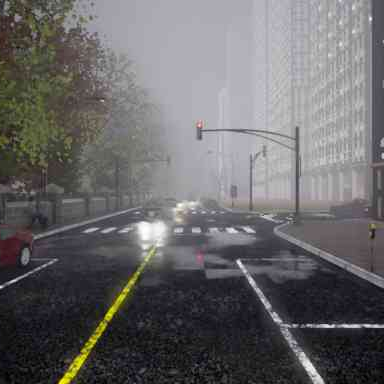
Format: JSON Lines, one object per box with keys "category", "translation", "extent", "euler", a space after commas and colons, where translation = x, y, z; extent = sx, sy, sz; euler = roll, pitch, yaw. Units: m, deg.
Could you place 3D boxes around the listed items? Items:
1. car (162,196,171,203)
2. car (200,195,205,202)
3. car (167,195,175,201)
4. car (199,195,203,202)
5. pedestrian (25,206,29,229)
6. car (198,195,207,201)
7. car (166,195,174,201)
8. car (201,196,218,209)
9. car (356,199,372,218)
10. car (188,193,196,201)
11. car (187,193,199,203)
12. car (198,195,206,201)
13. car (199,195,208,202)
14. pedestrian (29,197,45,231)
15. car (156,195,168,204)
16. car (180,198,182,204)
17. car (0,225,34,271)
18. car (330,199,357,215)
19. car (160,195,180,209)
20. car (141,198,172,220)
{"category": "car", "translation": [-5.692, 1.587, 74.573], "extent": [1.752, 1.417, 4.829], "euler": [0, 0, 0]}
{"category": "car", "translation": [2.689, 1.598, 52.213], "extent": [1.947, 1.339, 4.313], "euler": [0, 0, 0]}
{"category": "car", "translation": [-5.694, 1.636, 91.639], "extent": [1.887, 1.381, 4.507], "euler": [0, 0, 0]}
{"category": "car", "translation": [2.689, 1.604, 57.846], "extent": [1.947, 1.339, 4.313], "euler": [0, 0, 0]}
{"category": "pedestrian", "translation": [-8.866, 1.147, 18.536], "extent": [0.375, 1.860, 0.375], "euler": [0, 0, 0]}
{"category": "car", "translation": [2.688, 1.521, 86.007], "extent": [1.967, 1.590, 4.097], "euler": [0, 0, 0]}
{"category": "car", "translation": [-5.692, 1.521, 86.007], "extent": [1.967, 1.590, 4.097], "euler": [0, 0, 0]}
{"category": "car", "translation": [2.689, 1.592, 46.580], "extent": [1.947, 1.339, 4.313], "euler": [0, 0, 0]}
{"category": "car", "translation": [14.673, 1.282, 23.990], "extent": [4.313, 1.339, 1.947], "euler": [-1, 1, 0]}
{"category": "car", "translation": [-0.004, 1.177, 83.897], "extent": [2.150, 2.045, 5.566], "euler": [0, 0, 0]}
{"category": "car", "translation": [-0.004, 1.590, 73.450], "extent": [2.033, 1.411, 5.357], "euler": [0, 0, 0]}
{"category": "car", "translation": [2.687, 1.642, 91.639], "extent": [2.008, 1.369, 4.403], "euler": [0, 0, 0]}
{"category": "car", "translation": [2.688, 1.511, 80.375], "extent": [1.967, 1.590, 4.097], "euler": [0, 0, 0]}
{"category": "pedestrian", "translation": [-8.320, 1.146, 17.852], "extent": [0.375, 1.860, 0.375], "euler": [0, 0, 0]}
{"category": "car", "translation": [-5.691, 1.485, 63.478], "extent": [1.967, 1.590, 4.097], "euler": [0, 0, 0]}
{"category": "car", "translation": [-3.055, 1.538, 63.774], "extent": [2.128, 1.511, 4.902], "euler": [0, 0, 0]}
{"category": "car", "translation": [-5.817, 1.546, 8.662], "extent": [1.887, 1.381, 4.507], "euler": [0, 0, 0]}
{"category": "car", "translation": [14.605, 1.308, 29.791], "extent": [4.181, 1.385, 1.994], "euler": [-1, 0, 0]}
{"category": "car", "translation": [-3.099, 1.552, 46.593], "extent": [1.812, 1.442, 4.674], "euler": [0, 0, 0]}
{"category": "car", "translation": [-3.102, 1.502, 28.128], "extent": [2.128, 1.511, 4.902], "euler": [0, 0, 0]}
